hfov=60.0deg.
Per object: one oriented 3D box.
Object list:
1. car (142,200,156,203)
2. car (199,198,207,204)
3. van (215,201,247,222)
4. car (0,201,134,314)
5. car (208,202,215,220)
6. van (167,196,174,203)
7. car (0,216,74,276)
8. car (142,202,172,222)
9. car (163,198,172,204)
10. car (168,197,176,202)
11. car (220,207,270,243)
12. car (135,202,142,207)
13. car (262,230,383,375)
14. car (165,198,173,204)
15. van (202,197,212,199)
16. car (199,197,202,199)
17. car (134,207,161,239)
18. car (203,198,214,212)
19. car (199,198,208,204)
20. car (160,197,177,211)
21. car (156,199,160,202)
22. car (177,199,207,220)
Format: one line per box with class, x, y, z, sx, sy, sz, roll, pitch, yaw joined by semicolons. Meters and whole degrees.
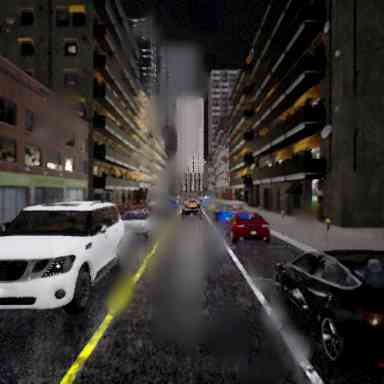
car;-5.700;1.845;38.818;1.802;1.307;4.206;0;0;0
car;2.676;2.133;82.992;2.008;1.369;4.403;-1;0;0
van;2.680;1.491;22.238;1.690;1.788;3.998;0;0;0
car;-3.087;1.276;8.097;2.150;2.045;5.566;0;0;0
car;2.682;1.754;27.760;1.947;1.339;4.313;0;0;0
van;-5.708;1.963;88.530;1.690;1.788;3.998;0;0;0
car;-5.698;1.641;11.201;1.947;1.339;4.313;0;0;0
car;-3.048;1.795;28.778;1.895;1.301;4.718;0;0;1
car;-5.704;2.085;77.482;1.887;1.381;4.507;0;0;0
car;-5.707;2.103;94.053;1.967;1.590;4.097;-1;0;0
car;2.683;1.657;16.713;1.887;1.381;4.507;0;0;0
car;-5.700;1.732;27.772;1.887;1.381;4.507;0;0;0
car;2.684;1.604;5.667;1.947;1.339;4.313;0;0;0
car;-5.705;2.126;83.005;1.887;1.381;4.507;0;0;0
van;2.676;1.723;55.378;1.690;1.788;3.998;-1;0;0
car;0.058;1.795;46.508;1.882;1.535;5.008;0;0;0
car;-3.075;1.725;18.444;1.895;1.301;4.718;0;0;0
car;2.679;1.829;44.500;1.752;1.417;4.829;0;0;0
car;2.676;2.092;77.469;2.008;1.369;4.403;-1;0;0
car;-3.004;1.803;46.456;1.882;1.535;5.008;0;-1;0
car;-5.703;1.905;55.219;1.752;1.417;4.829;0;0;0
car;0.009;1.696;30.402;2.128;1.511;4.902;0;-1;0
